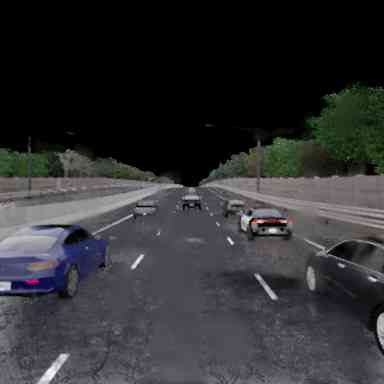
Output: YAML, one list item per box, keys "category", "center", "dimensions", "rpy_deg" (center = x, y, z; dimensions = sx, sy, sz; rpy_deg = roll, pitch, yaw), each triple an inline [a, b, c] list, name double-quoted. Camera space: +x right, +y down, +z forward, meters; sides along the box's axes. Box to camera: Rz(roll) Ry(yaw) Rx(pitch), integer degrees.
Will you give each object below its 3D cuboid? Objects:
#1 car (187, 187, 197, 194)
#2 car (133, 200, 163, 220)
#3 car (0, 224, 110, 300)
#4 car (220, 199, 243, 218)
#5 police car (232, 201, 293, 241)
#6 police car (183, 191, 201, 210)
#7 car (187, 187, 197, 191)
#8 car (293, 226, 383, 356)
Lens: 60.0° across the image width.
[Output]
- category: "car"
  center: [0.005, -0.363, 74.159]
  dimensions: [1.994, 1.385, 4.181]
  rpy_deg: [0, 2, 0]
- category: "car"
  center: [-3.398, 1.342, 26.288]
  dimensions: [2.128, 1.511, 4.902]
  rpy_deg: [0, 1, 0]
- category: "car"
  center: [-3.399, 1.520, 8.265]
  dimensions: [1.812, 1.442, 4.674]
  rpy_deg: [0, 0, 0]
- category: "car"
  center: [3.502, 1.326, 27.808]
  dimensions: [1.837, 1.490, 4.892]
  rpy_deg: [0, 1, 0]
- category: "police car"
  center: [3.502, 1.473, 16.819]
  dimensions: [2.038, 1.542, 4.974]
  rpy_deg: [0, 0, 0]
- category: "police car"
  center: [-0.013, 1.016, 37.061]
  dimensions: [1.930, 1.638, 5.238]
  rpy_deg: [0, 2, 0]
- category: "car"
  center: [0.097, 0.350, 55.678]
  dimensions: [2.128, 1.511, 4.902]
  rpy_deg: [0, 3, 0]
- category: "car"
  center: [3.501, 1.500, 5.820]
  dimensions: [1.837, 1.490, 4.892]
  rpy_deg: [0, 0, 0]
